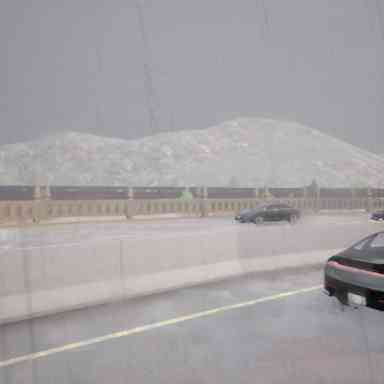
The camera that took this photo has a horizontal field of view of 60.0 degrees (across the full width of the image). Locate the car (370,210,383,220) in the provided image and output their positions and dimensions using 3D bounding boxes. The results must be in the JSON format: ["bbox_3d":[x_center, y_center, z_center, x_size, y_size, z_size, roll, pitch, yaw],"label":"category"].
[{"bbox_3d":[15.204,1.495,23.336,5.357,1.411,2.033,0,0,-20],"label":"car"}]

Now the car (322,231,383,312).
[{"bbox_3d":[4.688,1.477,6.472,4.902,1.511,2.128,0,0,-30],"label":"car"}]

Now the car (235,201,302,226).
[{"bbox_3d":[5.252,1.431,22.802,4.892,1.490,1.837,0,0,-25],"label":"car"}]
